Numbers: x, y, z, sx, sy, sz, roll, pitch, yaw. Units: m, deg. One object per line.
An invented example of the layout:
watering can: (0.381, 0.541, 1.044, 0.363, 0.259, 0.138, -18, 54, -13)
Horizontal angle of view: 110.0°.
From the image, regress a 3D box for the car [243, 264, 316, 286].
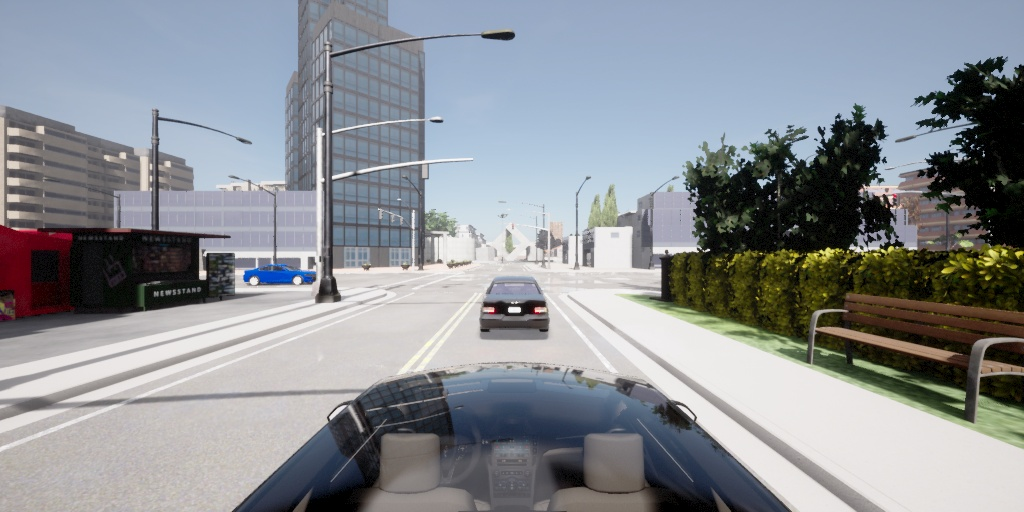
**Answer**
car: (-16.778, 1.336, 26.238, 5.008, 1.535, 1.882, -1, 0, 0)

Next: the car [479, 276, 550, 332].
car: (0.069, 1.297, 10.829, 2.033, 1.411, 5.357, 0, 0, 0)
